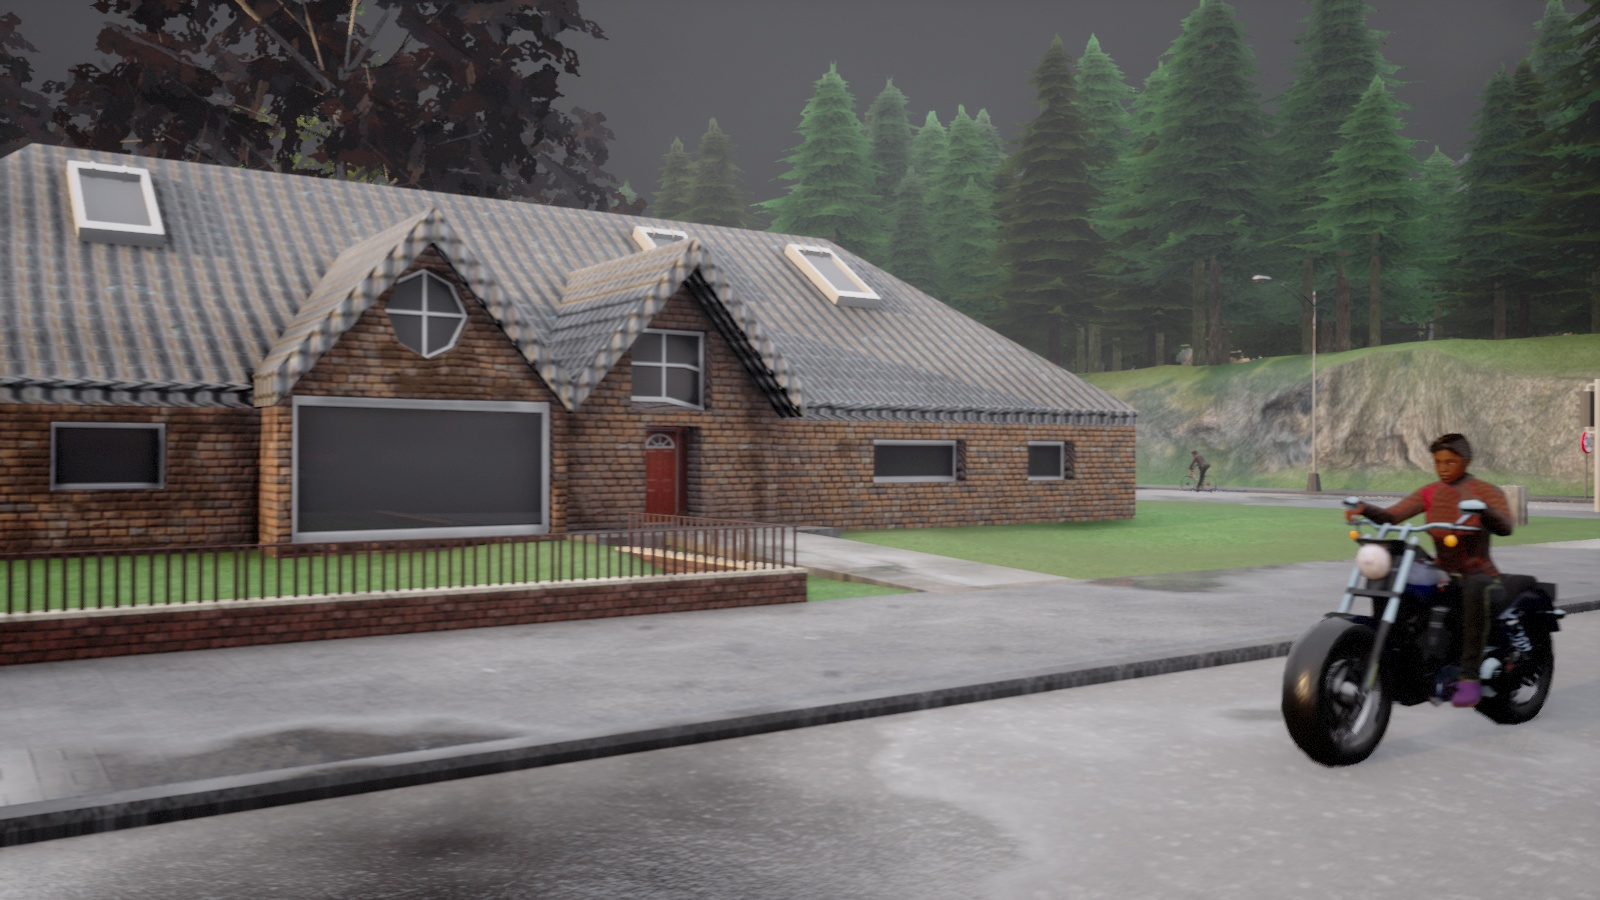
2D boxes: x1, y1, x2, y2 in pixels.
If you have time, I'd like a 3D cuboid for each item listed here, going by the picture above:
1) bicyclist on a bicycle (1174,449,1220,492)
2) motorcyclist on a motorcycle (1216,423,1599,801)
[{"bbox_3d":[15.164,0.781,47.969,0.582,1.620,1.656,0,-1,-35],"label":"bicyclist on a bicycle"},{"bbox_3d":[3.216,0.704,6.466,2.350,1.649,0.766,0,0,-34],"label":"motorcyclist on a motorcycle"}]
